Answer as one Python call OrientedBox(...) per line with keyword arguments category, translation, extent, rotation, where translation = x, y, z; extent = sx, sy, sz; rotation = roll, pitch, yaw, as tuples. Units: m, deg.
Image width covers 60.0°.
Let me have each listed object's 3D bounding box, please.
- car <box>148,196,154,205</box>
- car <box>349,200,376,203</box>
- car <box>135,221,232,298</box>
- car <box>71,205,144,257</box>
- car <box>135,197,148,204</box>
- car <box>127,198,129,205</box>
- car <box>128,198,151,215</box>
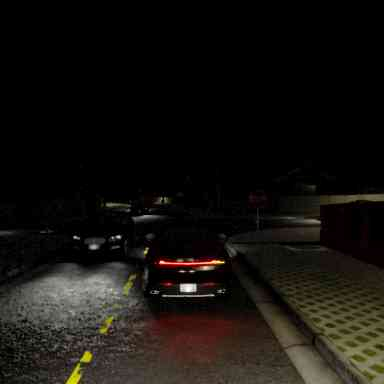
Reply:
OrientedBox(category="car", translation=(-8.786, 1.670, 65.644), extent=(2.097, 1.767, 4.553), rotation=(0, -1, -16))
OrientedBox(category="car", translation=(11.836, 1.260, 23.045), extent=(5.357, 1.411, 2.033), rotation=(-1, 1, 3))
OrientedBox(category="car", translation=(-0.147, 1.509, 8.502), extent=(1.837, 1.490, 4.892), rotation=(0, 0, -2))
OrientedBox(category="car", translation=(-3.297, 1.503, 13.119), extent=(2.128, 1.511, 4.902), rotation=(0, 0, -4))
OrientedBox(category="car", translation=(-11.587, 1.805, 75.369), extent=(2.128, 1.511, 4.902), rotation=(0, -1, -18))
OrientedBox(category="car", translation=(-12.222, 1.869, 67.770), extent=(1.837, 1.490, 4.892), rotation=(0, -1, -15))
OrientedBox(category="car", translation=(-5.518, 1.635, 35.182), extent=(1.812, 1.442, 4.674), rotation=(0, 0, -8))
